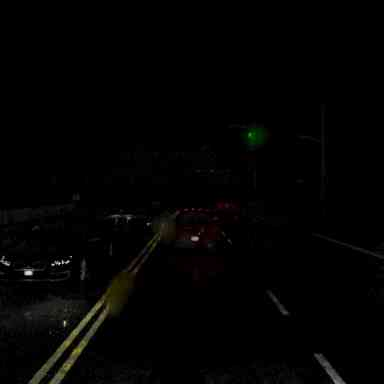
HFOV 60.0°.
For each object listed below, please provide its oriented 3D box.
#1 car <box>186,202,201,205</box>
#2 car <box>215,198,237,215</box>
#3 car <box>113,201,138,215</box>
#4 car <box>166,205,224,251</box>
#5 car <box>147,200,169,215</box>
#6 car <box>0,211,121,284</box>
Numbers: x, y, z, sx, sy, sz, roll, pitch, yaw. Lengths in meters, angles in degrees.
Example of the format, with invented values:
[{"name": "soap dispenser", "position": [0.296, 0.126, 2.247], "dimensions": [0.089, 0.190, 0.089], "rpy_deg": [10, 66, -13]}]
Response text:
[{"name": "car", "position": [0.104, 1.651, 31.855], "dimensions": [2.033, 1.411, 5.357], "rpy_deg": [0, 0, 0]}, {"name": "car", "position": [3.631, 1.470, 36.289], "dimensions": [2.097, 1.767, 4.553], "rpy_deg": [0, 0, 0]}, {"name": "car", "position": [-7.034, 1.679, 35.313], "dimensions": [1.994, 1.385, 4.181], "rpy_deg": [0, 0, 1]}, {"name": "car", "position": [0.102, 1.524, 14.264], "dimensions": [1.882, 1.535, 5.008], "rpy_deg": [0, 0, 0]}, {"name": "car", "position": [-3.536, 1.591, 35.032], "dimensions": [1.882, 1.535, 5.008], "rpy_deg": [0, 0, 1]}, {"name": "car", "position": [-3.600, 1.537, 9.751], "dimensions": [1.837, 1.490, 4.892], "rpy_deg": [0, 0, 0]}]
